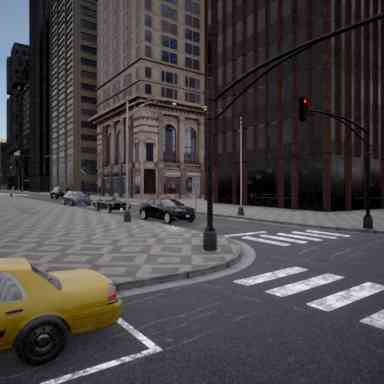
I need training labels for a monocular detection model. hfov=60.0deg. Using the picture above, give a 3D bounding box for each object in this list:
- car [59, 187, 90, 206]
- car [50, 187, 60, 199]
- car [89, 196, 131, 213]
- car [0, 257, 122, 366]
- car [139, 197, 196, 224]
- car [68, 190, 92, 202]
[{"bbox_3d":[-13.134,0.626,37.917,2.097,1.767,4.553,0,1,-36],"label":"car"},{"bbox_3d":[-22.055,0.132,55.677,2.150,2.045,5.566,0,1,-36],"label":"car"},{"bbox_3d":[-7.172,1.070,29.584,1.895,1.301,4.718,0,1,-36],"label":"car"},{"bbox_3d":[-3.359,1.525,4.253,4.829,1.417,1.752,0,0,-36],"label":"car"},{"bbox_3d":[-1.713,1.128,21.967,1.882,1.535,5.008,0,1,-36],"label":"car"},{"bbox_3d":[-16.086,0.574,47.422,1.882,1.535,5.008,0,1,-35],"label":"car"}]
